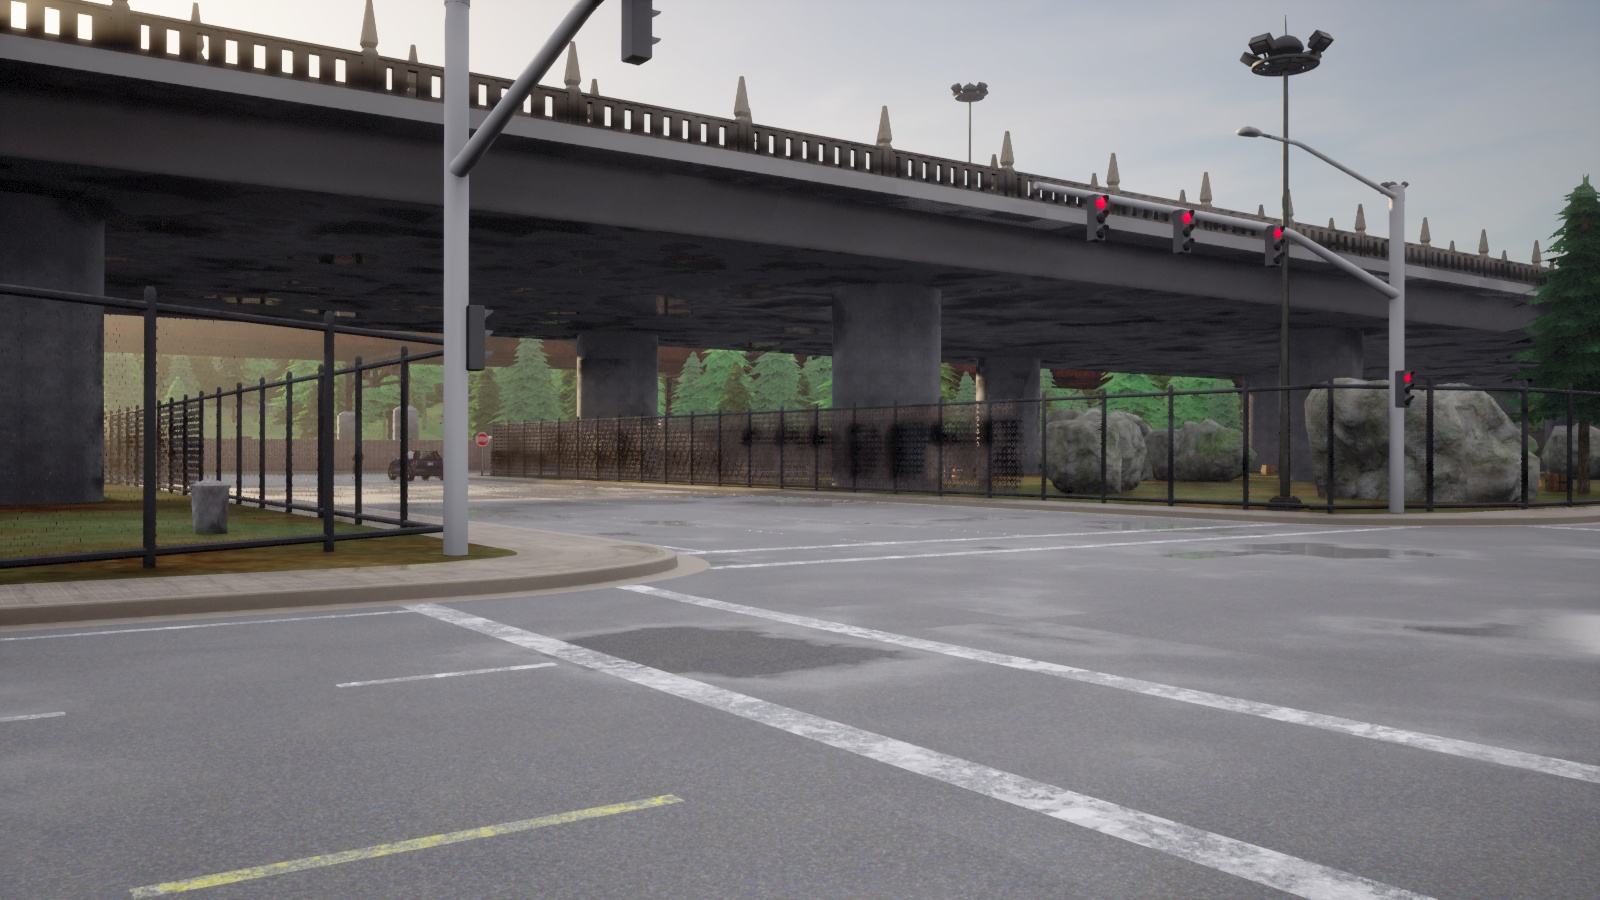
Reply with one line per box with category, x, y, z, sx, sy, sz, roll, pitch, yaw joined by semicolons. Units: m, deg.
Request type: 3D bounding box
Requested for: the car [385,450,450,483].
car;-21.011;0.872;68.921;2.097;1.767;4.553;0;0;-35
